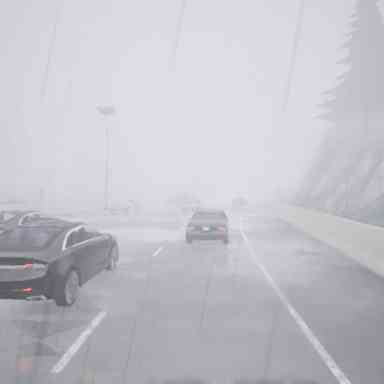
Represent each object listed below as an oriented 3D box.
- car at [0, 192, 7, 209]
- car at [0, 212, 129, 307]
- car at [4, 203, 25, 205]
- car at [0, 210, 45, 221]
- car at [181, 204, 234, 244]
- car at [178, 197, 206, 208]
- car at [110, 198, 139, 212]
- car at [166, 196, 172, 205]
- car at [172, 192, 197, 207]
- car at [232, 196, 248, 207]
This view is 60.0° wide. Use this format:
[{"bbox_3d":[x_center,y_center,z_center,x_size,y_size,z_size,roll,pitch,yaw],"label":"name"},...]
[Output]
[{"bbox_3d":[-24.292,1.029,38.279,2.150,2.045,5.566,0,0,11],"label":"car"},{"bbox_3d":[-3.156,1.457,7.879,2.128,1.511,4.902,0,0,3],"label":"car"},{"bbox_3d":[-18.101,1.404,33.135,1.994,1.385,4.181,0,0,10],"label":"car"},{"bbox_3d":[-6.353,1.433,12.558,2.128,1.511,4.902,0,0,5],"label":"car"},{"bbox_3d":[0.824,1.501,15.678,2.033,1.411,5.357,0,0,6],"label":"car"},{"bbox_3d":[0.262,1.491,35.652,1.895,1.301,4.718,0,0,12],"label":"car"},{"bbox_3d":[-7.018,1.395,34.789,1.812,1.442,4.674,0,0,11],"label":"car"},{"bbox_3d":[-2.517,1.303,53.628,1.882,1.535,5.008,0,0,17],"label":"car"},{"bbox_3d":[-0.658,1.073,47.558,2.150,2.045,5.566,0,0,15],"label":"car"},{"bbox_3d":[7.124,1.375,49.200,1.837,1.490,4.892,-1,0,16],"label":"car"}]
